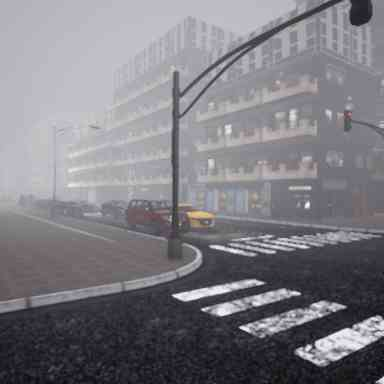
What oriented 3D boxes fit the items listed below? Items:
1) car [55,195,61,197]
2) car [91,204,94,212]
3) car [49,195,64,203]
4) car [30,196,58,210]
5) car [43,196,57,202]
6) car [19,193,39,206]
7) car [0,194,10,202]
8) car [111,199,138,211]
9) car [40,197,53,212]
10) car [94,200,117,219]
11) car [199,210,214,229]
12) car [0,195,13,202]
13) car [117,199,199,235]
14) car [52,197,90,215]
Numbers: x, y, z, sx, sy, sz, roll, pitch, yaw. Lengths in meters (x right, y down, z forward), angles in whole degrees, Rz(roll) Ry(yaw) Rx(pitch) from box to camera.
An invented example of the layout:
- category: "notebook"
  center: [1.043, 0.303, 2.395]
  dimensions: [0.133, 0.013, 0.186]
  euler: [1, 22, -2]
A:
- category: "car"
  center: [-25.098, 1.502, 60.857]
  dimensions: [2.033, 1.411, 5.357]
  euler: [1, 0, -37]
- category: "car"
  center: [-12.712, 1.584, 38.319]
  dimensions: [1.895, 1.301, 4.718]
  euler: [1, 0, -36]
- category: "car"
  center: [-28.580, 1.409, 70.063]
  dimensions: [1.967, 1.590, 4.097]
  euler: [1, 0, -36]
- category: "car"
  center: [-18.746, 1.509, 42.213]
  dimensions: [1.947, 1.339, 4.313]
  euler: [1, 0, -36]
- category: "car"
  center: [-31.904, 1.518, 74.648]
  dimensions: [2.008, 1.369, 4.403]
  euler: [1, 0, -36]
- category: "car"
  center: [-25.391, 1.234, 51.386]
  dimensions: [2.192, 1.841, 5.009]
  euler: [1, 0, -36]
- category: "car"
  center: [-42.015, 1.338, 74.317]
  dimensions: [1.967, 1.590, 4.097]
  euler: [1, 0, -36]
- category: "car"
  center: [-8.636, 1.608, 42.544]
  dimensions: [1.802, 1.307, 4.206]
  euler: [1, 0, -36]
- category: "car"
  center: [-15.421, 1.525, 37.625]
  dimensions: [1.947, 1.339, 4.313]
  euler: [1, 0, -36]
- category: "car"
  center: [-6.683, 1.502, 29.978]
  dimensions: [2.128, 1.511, 4.902]
  euler: [1, 0, -36]
- category: "car"
  center: [-0.586, 1.520, 21.567]
  dimensions: [1.882, 1.535, 5.008]
  euler: [1, 0, -36]
- category: "car"
  center: [-38.691, 1.481, 69.731]
  dimensions: [1.802, 1.307, 4.206]
  euler: [1, 0, -36]
- category: "car"
  center: [-2.122, 1.340, 19.279]
  dimensions: [2.192, 1.841, 5.009]
  euler: [1, 0, -36]
- category: "car"
  center: [-12.097, 1.519, 33.038]
  dimensions: [1.887, 1.381, 4.507]
  euler: [1, 0, -36]
